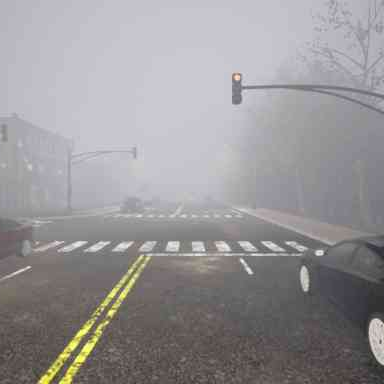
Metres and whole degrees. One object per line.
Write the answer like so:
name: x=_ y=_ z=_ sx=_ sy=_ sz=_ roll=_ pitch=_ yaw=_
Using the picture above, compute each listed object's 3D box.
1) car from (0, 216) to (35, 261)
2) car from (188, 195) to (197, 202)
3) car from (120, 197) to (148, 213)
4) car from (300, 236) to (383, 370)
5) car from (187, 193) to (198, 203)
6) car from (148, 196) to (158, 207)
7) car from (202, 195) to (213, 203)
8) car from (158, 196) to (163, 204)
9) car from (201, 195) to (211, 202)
car: x=-6.596 y=1.475 z=9.932 sx=1.882 sy=1.535 sz=5.008 roll=0 pitch=0 yaw=0
car: x=0.034 y=1.509 z=79.270 sx=2.033 sy=1.411 sz=5.357 roll=0 pitch=0 yaw=0
car: x=-6.584 y=1.341 z=37.056 sx=2.097 sy=1.767 sz=4.553 roll=0 pitch=0 yaw=0
car: x=3.345 y=1.477 z=5.634 sx=1.882 sy=1.535 sz=5.008 roll=0 pitch=0 yaw=1
car: x=0.128 y=1.197 z=68.627 sx=2.150 sy=2.045 sz=5.566 roll=0 pitch=0 yaw=0
car: x=-6.576 y=1.585 z=49.590 sx=1.895 sy=1.301 sz=4.718 roll=0 pitch=0 yaw=0
car: x=3.382 y=1.480 z=68.959 sx=1.837 sy=1.490 sz=4.892 roll=0 pitch=0 yaw=0
car: x=-6.537 y=1.483 z=61.977 sx=1.837 sy=1.490 sz=4.892 roll=0 pitch=0 yaw=0
car: x=3.284 y=1.494 z=79.149 sx=2.128 sy=1.511 sz=4.902 roll=0 pitch=0 yaw=0
